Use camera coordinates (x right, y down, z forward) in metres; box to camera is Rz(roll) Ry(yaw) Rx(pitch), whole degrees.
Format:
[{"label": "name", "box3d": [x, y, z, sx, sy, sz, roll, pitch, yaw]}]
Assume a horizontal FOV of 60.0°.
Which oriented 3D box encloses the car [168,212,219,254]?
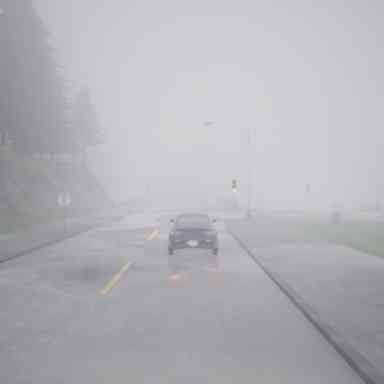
[{"label": "car", "box3d": [0.053, 1.528, 13.395, 1.812, 1.442, 4.674, 0, 0, 0]}]
